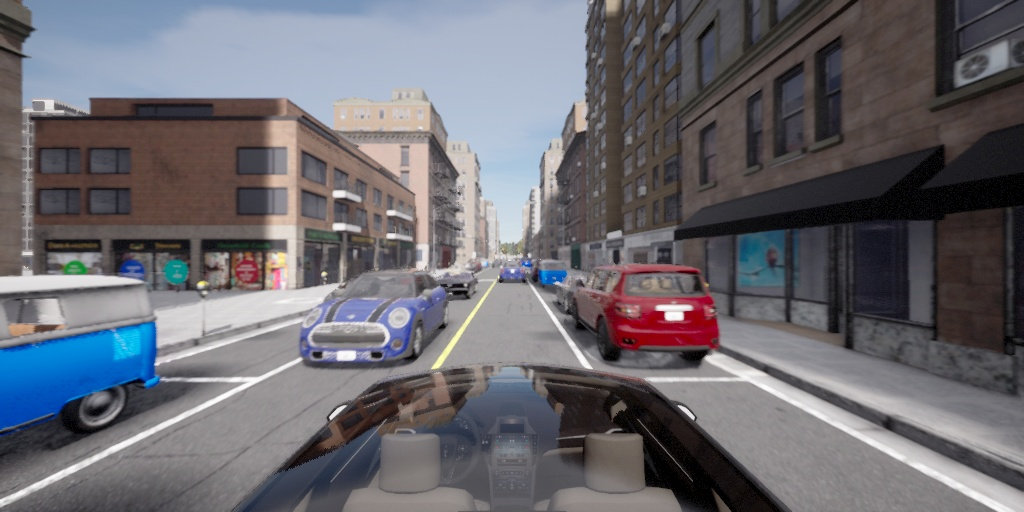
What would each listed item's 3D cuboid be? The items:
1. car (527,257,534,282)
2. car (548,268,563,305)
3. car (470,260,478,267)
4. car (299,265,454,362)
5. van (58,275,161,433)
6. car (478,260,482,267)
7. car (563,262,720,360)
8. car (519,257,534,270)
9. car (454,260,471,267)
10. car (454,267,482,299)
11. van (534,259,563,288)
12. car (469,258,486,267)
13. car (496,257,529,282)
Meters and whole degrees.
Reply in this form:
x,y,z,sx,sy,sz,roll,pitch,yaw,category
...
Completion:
x,y,z,sx,sy,sz,roll,pitch,yaw,category
2.678,1.177,29.981,2.192,1.841,5.009,0,0,0,car
2.697,1.349,13.762,2.007,1.370,4.403,0,0,0,car
-5.408,1.455,40.790,2.007,1.370,4.403,0,0,0,car
-2.850,1.129,8.416,2.097,1.767,4.553,0,0,0,car
-5.408,1.096,2.946,1.690,1.789,3.998,0,0,0,van
-5.408,1.491,46.196,1.948,1.339,4.313,0,0,0,car
2.703,1.091,8.356,2.192,1.841,5.009,0,0,0,car
2.254,1.200,57.934,2.150,2.045,5.566,0,0,0,car
-5.408,1.409,35.215,1.751,1.417,4.829,0,0,0,car
-2.843,1.418,18.594,1.895,1.301,4.718,0,0,0,car
2.684,1.182,24.575,1.690,1.789,3.998,0,0,0,van
-5.408,1.262,51.602,2.192,1.841,5.009,0,0,0,car
0.054,1.214,29.968,2.097,1.767,4.553,0,0,0,car
